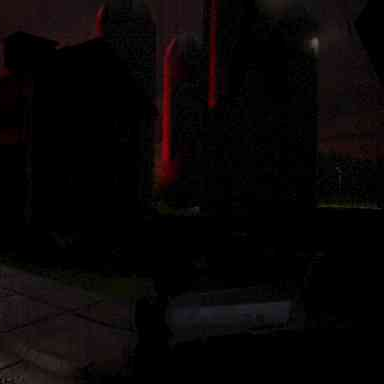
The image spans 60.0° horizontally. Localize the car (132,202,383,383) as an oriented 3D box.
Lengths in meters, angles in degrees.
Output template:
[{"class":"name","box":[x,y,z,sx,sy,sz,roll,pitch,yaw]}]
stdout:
[{"class":"car","box":[1.313,1.224,3.760,3.866,1.878,1.905,-1,6,-7]}]
